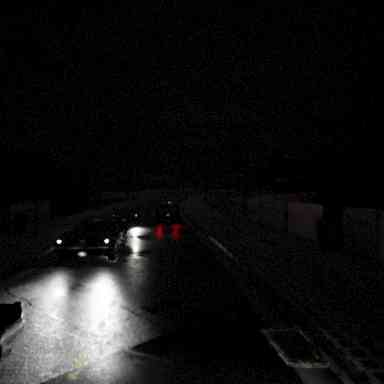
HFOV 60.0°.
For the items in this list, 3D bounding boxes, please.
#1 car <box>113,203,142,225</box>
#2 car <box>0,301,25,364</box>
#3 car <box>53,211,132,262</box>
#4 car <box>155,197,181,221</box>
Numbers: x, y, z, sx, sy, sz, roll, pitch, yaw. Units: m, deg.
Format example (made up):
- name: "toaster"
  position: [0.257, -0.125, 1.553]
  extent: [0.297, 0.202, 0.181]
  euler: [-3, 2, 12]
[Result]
- name: "car"
  position: [-4.573, 1.498, 23.781]
  extent: [1.812, 1.442, 4.674]
  euler: [0, 0, -6]
- name: "car"
  position: [-2.997, 1.607, 1.983]
  extent: [1.895, 1.301, 4.718]
  euler: [0, 0, -2]
- name: "car"
  position: [-3.540, 1.605, 12.425]
  extent: [1.895, 1.301, 4.718]
  euler: [0, 0, -5]
- name: "car"
  position: [-1.935, 1.440, 26.437]
  extent: [2.128, 1.511, 4.902]
  euler: [0, 0, -5]
